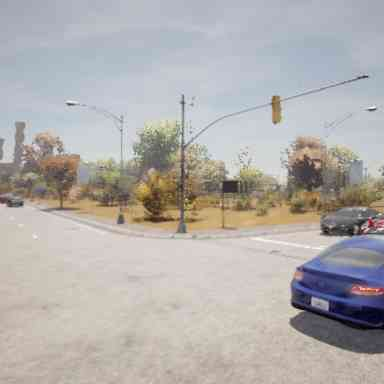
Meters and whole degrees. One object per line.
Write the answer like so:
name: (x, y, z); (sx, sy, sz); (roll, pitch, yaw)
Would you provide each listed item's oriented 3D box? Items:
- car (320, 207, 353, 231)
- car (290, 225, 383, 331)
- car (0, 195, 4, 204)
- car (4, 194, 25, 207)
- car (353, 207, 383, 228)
car: (9.436, 1.663, 19.303); (4.892, 1.490, 1.837); (1, 0, -35)
car: (3.860, 1.583, 6.499); (4.674, 1.442, 1.812); (0, 0, -35)
car: (-31.108, 1.139, 56.145); (1.882, 1.535, 5.008); (1, 1, -37)
car: (-25.217, 1.348, 47.626); (2.128, 1.511, 4.902); (1, 1, -33)
car: (9.635, 1.491, 15.126); (4.553, 1.767, 2.097); (1, 0, -36)
